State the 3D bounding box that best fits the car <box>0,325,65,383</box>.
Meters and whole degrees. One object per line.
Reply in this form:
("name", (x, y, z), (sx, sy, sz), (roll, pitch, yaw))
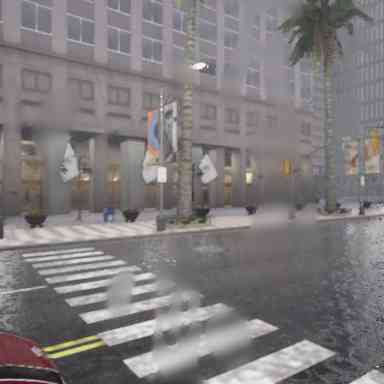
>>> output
("car", (-2.876, 1.353, 1.458), (4.553, 1.767, 2.097), (0, 0, -38))
